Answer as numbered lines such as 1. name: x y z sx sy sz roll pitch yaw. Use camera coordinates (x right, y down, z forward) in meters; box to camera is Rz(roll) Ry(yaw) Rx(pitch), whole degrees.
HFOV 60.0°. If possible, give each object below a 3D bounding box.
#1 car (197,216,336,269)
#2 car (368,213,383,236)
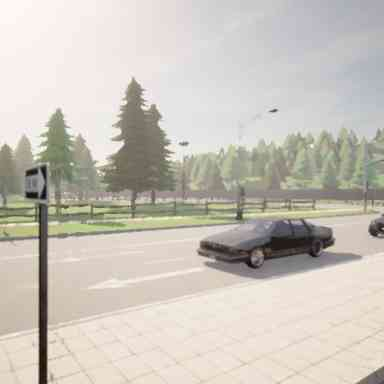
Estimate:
1. car: 2.772 1.566 11.480 5.357 1.411 2.033 0 0 -35
2. car: 11.010 1.605 17.277 4.181 1.385 1.994 0 0 -35
